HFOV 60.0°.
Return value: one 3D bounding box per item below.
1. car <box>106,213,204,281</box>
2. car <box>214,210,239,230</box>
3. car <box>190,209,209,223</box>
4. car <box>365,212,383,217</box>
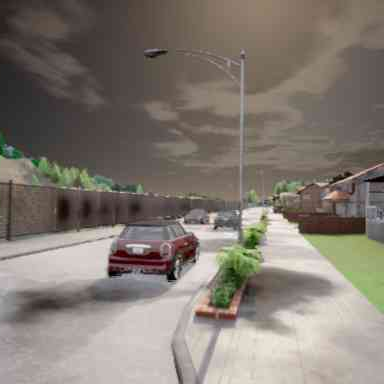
[{"bbox_3d":[-1.098,1.753,11.451,2.097,1.767,4.553,1,-2,11],"label":"car"},{"bbox_3d":[3.384,2.529,30.973,2.097,1.767,4.553,1,-2,13],"label":"car"},{"bbox_3d":[0.580,2.711,37.424,2.097,1.767,4.553,1,-2,13],"label":"car"},{"bbox_3d":[16.001,2.391,27.042,3.633,1.501,1.845,1,-2,13],"label":"car"}]
